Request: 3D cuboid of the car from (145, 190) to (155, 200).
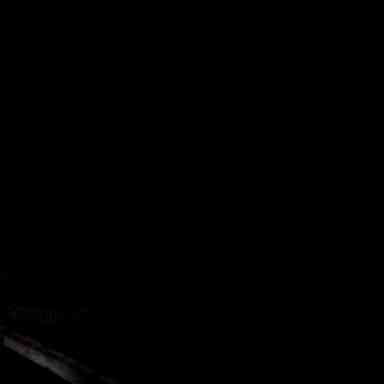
[{"bbox_3d":[-8.617,0.713,64.656,2.150,2.045,5.566,1,1,32],"label":"car"}]
